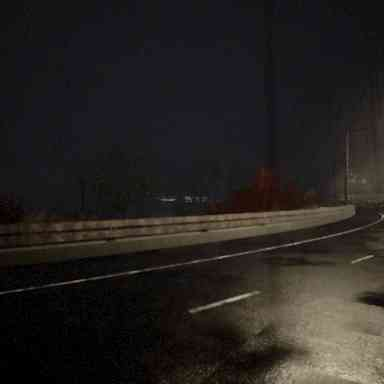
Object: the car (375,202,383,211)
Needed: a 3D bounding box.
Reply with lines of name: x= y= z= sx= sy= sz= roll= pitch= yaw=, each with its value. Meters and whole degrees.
car: x=31.131 y=2.286 z=54.239 sx=1.812 sy=1.442 sz=4.674 roll=0 pitch=-1 yaw=19
